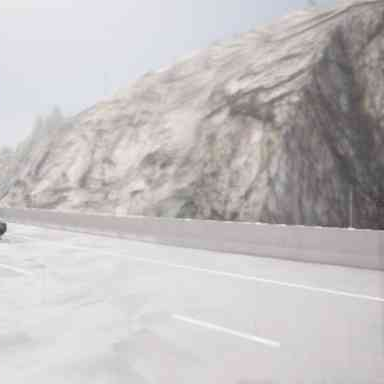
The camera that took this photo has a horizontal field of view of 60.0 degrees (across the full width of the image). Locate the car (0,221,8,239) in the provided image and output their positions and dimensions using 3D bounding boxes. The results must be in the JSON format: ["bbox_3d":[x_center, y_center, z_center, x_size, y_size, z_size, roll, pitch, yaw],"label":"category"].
[{"bbox_3d":[-11.319,1.711,17.107,4.718,1.301,1.895,0,-1,42],"label":"car"}]
